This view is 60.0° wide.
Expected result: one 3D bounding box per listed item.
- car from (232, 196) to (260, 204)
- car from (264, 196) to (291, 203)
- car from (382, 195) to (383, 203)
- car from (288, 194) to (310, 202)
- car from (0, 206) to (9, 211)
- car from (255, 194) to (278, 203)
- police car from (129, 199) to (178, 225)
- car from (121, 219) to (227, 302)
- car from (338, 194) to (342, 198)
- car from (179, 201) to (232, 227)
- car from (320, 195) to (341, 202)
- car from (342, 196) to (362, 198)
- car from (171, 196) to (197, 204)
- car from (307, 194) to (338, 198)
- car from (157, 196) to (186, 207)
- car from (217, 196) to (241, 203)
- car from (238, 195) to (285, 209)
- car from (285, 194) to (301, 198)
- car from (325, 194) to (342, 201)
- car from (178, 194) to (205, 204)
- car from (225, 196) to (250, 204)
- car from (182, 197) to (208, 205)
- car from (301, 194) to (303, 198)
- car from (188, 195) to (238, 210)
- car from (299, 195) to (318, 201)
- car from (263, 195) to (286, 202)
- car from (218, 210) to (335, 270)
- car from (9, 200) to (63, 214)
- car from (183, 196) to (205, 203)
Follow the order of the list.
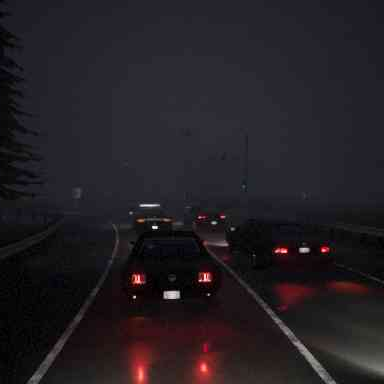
[{"bbox_3d":[10.142,1.505,62.743,4.892,1.490,1.837,0,0,-20],"label":"car"},{"bbox_3d":[17.804,1.540,69.278,5.357,1.411,2.033,0,0,-21],"label":"car"},{"bbox_3d":[38.303,1.225,62.697,5.566,2.045,2.150,0,0,-27],"label":"car"},{"bbox_3d":[24.278,1.355,75.501,4.553,1.767,2.097,0,0,-21],"label":"car"},{"bbox_3d":[-19.256,1.551,36.549,5.357,1.411,2.033,0,0,-21],"label":"car"},{"bbox_3d":[16.221,1.355,72.422,4.553,1.767,2.097,0,0,-21],"label":"car"},{"bbox_3d":[-2.267,1.425,17.776,1.930,1.638,5.238,0,0,-13],"label":"police car"},{"bbox_3d":[-0.601,1.601,8.312,1.895,1.301,4.718,0,0,-6],"label":"car"},{"bbox_3d":[36.141,1.540,77.654,5.357,1.411,2.033,0,0,-31],"label":"car"},{"bbox_3d":[0.678,1.526,20.467,1.812,1.442,4.674,0,0,-13],"label":"car"},{"bbox_3d":[33.397,1.525,80.048,4.902,1.511,2.128,0,0,-31],"label":"car"},{"bbox_3d":[36.425,1.540,73.694,5.357,1.411,2.033,0,0,-31],"label":"car"},{"bbox_3d":[-1.583,1.491,65.810,4.902,1.511,2.128,0,0,-20],"label":"car"},{"bbox_3d":[27.118,1.478,69.089,5.008,1.535,1.882,0,0,-21],"label":"car"},{"bbox_3d":[-3.968,1.549,46.032,5.357,1.411,2.033,0,0,-21],"label":"car"},{"bbox_3d":[7.797,1.524,69.257,4.674,1.442,1.812,0,0,-21],"label":"car"},{"bbox_3d":[9.088,1.492,43.462,4.902,1.511,2.128,0,0,-21],"label":"car"},{"bbox_3d":[18.669,1.525,65.886,4.674,1.442,1.812,0,0,-20],"label":"car"},{"bbox_3d":[37.004,1.325,86.797,4.553,1.767,2.097,0,0,-35],"label":"car"},{"bbox_3d":[-0.060,1.352,62.669,4.553,1.767,2.097,0,0,-22],"label":"car"},{"bbox_3d":[8.974,1.525,66.013,4.674,1.442,1.812,0,0,-20],"label":"car"},{"bbox_3d":[0.497,1.564,59.139,4.181,1.385,1.994,0,0,-21],"label":"car"},{"bbox_3d":[26.909,1.540,72.779,5.357,1.411,2.033,0,0,-23],"label":"car"},{"bbox_3d":[2.314,1.352,37.178,4.553,1.767,2.097,0,0,-21],"label":"car"},{"bbox_3d":[28.406,1.552,81.251,4.181,1.385,1.994,0,0,-27],"label":"car"},{"bbox_3d":[19.140,1.500,77.259,4.892,1.490,1.837,0,0,-21],"label":"car"},{"bbox_3d":[2.542,1.547,11.065,2.033,1.411,5.357,0,0,-8],"label":"car"},{"bbox_3d":[-15.736,1.531,34.145,4.674,1.442,1.812,0,0,-21],"label":"car"},{"bbox_3d":[0.331,1.552,70.190,4.181,1.385,1.994,0,0,-21],"label":"car"}]
